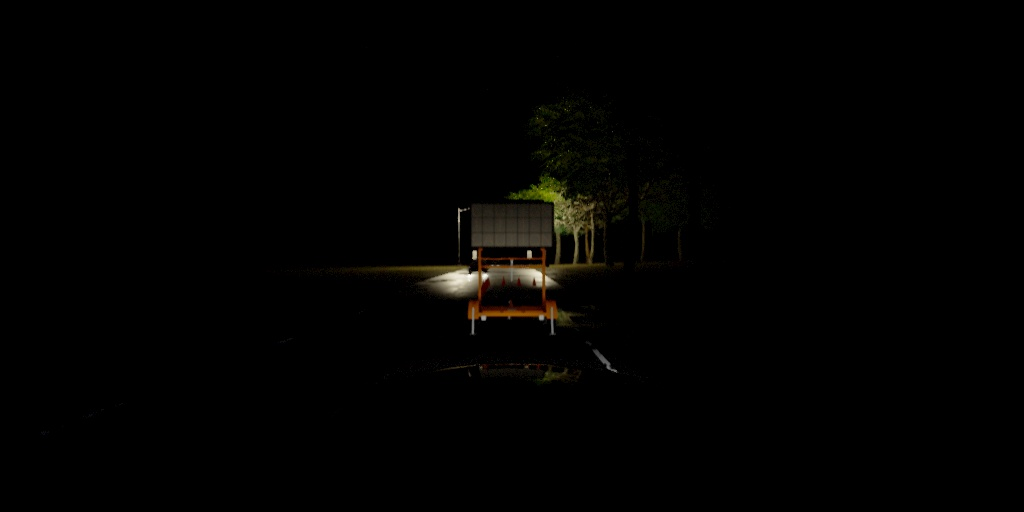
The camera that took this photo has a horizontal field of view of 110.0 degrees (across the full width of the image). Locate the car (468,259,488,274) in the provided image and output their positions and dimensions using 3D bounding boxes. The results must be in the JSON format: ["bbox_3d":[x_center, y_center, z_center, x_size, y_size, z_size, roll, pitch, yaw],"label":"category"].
[{"bbox_3d":[-3.686,1.116,39.613,1.882,1.535,5.008,0,0,0],"label":"car"}]

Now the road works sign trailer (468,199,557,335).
[{"bbox_3d":[-0.008,0.183,10.382,2.380,3.560,2.880,0,0,-1],"label":"road works sign trailer"}]
